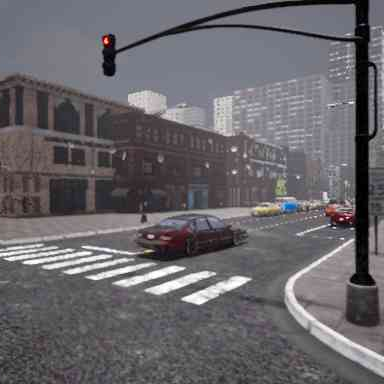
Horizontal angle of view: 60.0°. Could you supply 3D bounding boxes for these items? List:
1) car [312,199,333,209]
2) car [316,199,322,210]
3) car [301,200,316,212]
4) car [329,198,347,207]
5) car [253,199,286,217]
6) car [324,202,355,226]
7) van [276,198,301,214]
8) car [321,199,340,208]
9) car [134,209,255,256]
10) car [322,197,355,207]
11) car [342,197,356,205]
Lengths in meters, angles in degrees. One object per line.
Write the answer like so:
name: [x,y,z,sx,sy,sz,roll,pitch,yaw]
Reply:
car: [20.126,1.813,51.197,2.008,1.369,4.403,0,-1,35]
car: [16.851,1.756,46.536,1.752,1.417,4.829,0,0,35]
car: [13.773,1.753,42.153,2.008,1.369,4.403,0,0,35]
car: [26.479,1.874,60.241,2.008,1.369,4.403,0,-1,35]
car: [7.322,1.671,32.971,1.752,1.417,4.829,0,0,35]
car: [11.144,1.669,23.743,1.887,1.381,4.507,0,0,35]
van: [10.596,1.515,37.633,1.690,1.788,3.998,0,0,35]
car: [23.302,1.843,55.718,2.008,1.369,4.403,0,-1,35]
car: [0.192,1.606,13.484,2.033,1.411,5.357,0,0,40]
car: [15.301,1.528,34.247,2.097,1.767,4.553,0,0,35]
car: [32.832,1.826,69.283,1.967,1.590,4.097,0,-1,35]
